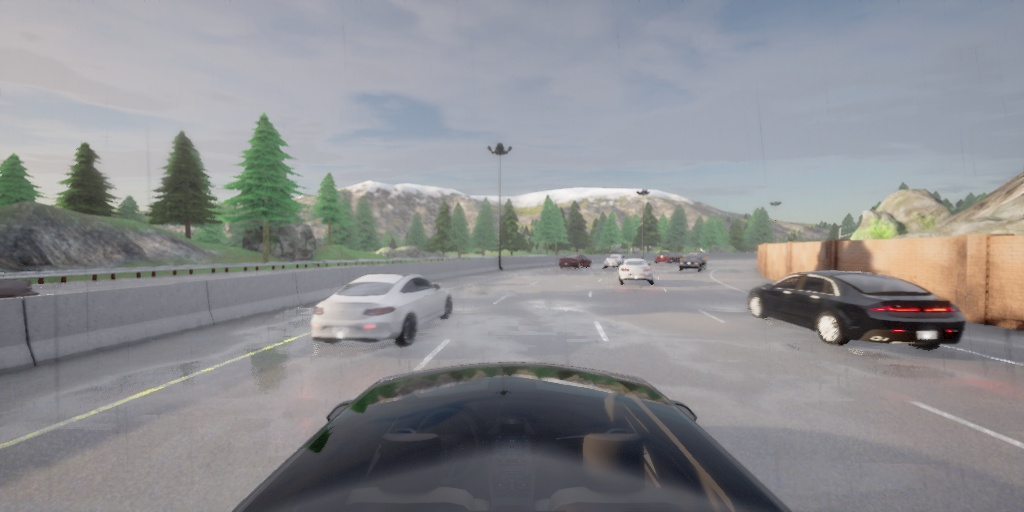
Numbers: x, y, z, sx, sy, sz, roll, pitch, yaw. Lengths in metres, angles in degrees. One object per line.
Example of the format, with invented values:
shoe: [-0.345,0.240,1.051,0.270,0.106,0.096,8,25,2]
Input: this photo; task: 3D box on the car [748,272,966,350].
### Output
car: [7.765,1.120,8.806,1.837,1.490,4.892,-1,1,8]

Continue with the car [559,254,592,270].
car: [6.570,0.549,36.491,1.882,1.535,5.008,0,1,33]

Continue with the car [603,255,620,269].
car: [10.832,0.595,36.736,1.812,1.442,4.674,1,1,32]

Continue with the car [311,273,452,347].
car: [-2.874,1.134,8.821,1.812,1.442,4.674,0,1,6]

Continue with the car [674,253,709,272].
car: [17.116,0.678,33.786,2.033,1.411,5.357,1,1,35]

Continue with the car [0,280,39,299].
car: [-16.988,1.133,9.555,2.033,1.411,5.357,0,1,6]

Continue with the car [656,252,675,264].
car: [21.540,0.186,49.200,4.553,1.767,2.097,-2,2,-43]

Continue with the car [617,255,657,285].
car: [7.546,0.882,21.981,1.812,1.442,4.674,0,1,17]
